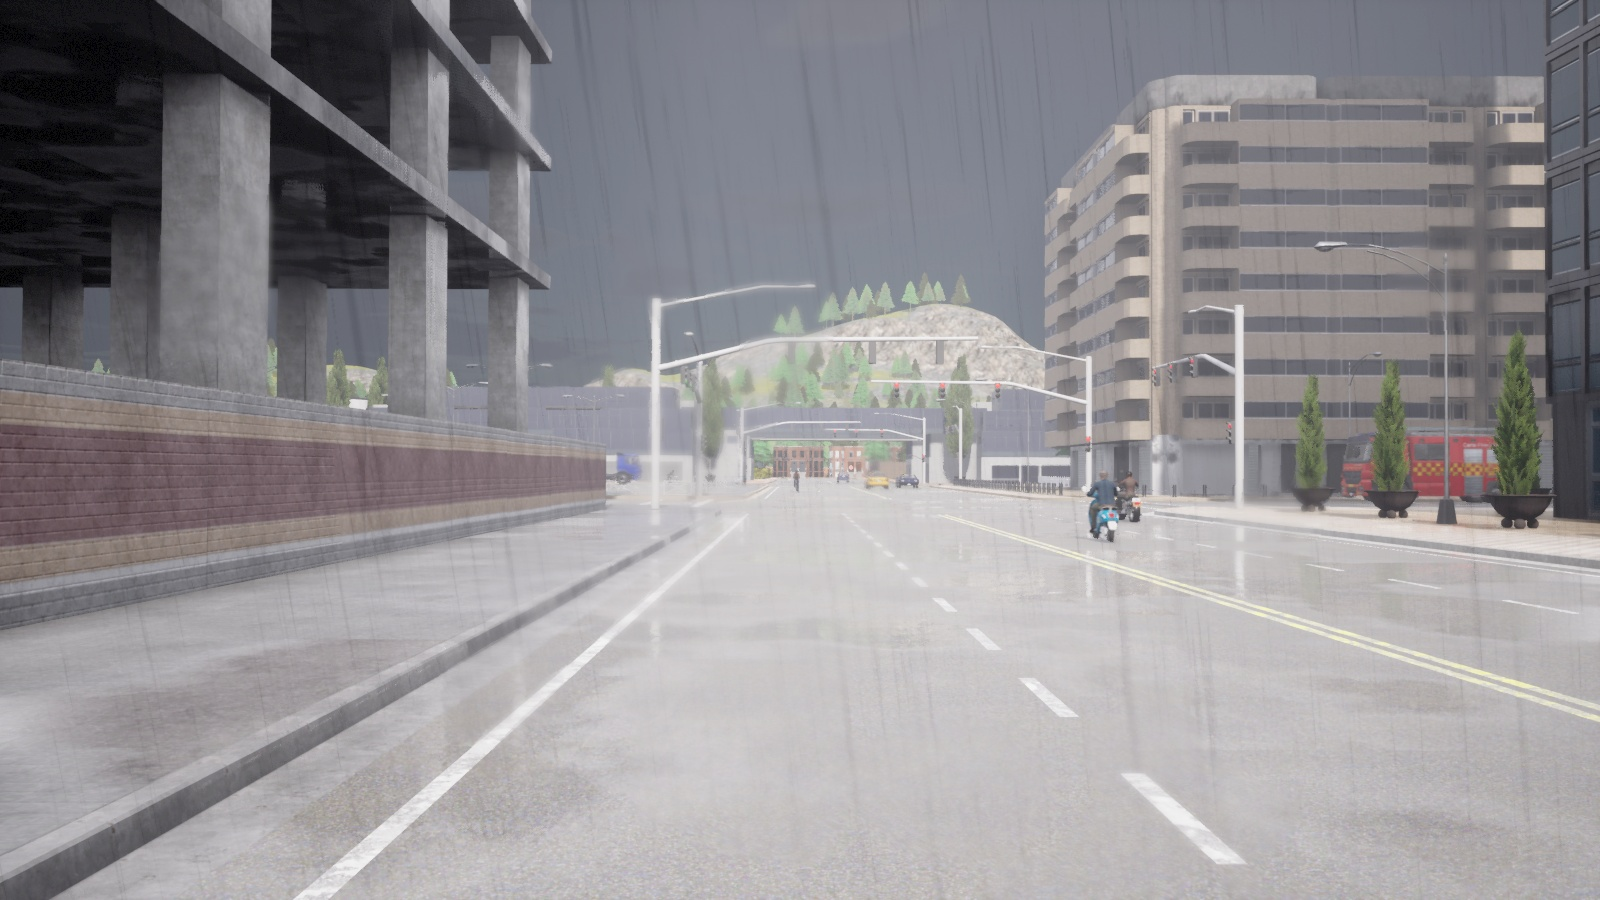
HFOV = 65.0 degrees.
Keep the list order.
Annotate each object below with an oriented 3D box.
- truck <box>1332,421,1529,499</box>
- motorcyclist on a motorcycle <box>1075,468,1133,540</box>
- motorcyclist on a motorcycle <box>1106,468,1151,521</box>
[{"bbox_3d":[31.823,0.532,63.585,8.468,3.827,2.891,0,-1,0],"label":"truck"},{"bbox_3d":[6.926,1.221,28.714,0.866,1.590,1.817,0,-1,0],"label":"motorcyclist on a motorcycle"},{"bbox_3d":[10.392,1.390,39.816,0.766,1.649,2.350,0,-1,0],"label":"motorcyclist on a motorcycle"}]
